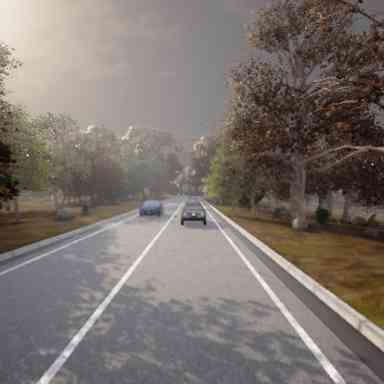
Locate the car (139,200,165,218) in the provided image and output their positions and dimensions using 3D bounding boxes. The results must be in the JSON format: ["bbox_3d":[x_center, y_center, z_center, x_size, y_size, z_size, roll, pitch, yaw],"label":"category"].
[{"bbox_3d":[-3.588,1.460,30.267,1.882,1.535,5.008,0,0,0],"label":"car"}]

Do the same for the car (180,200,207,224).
[{"bbox_3d":[0.107,1.537,24.514,2.033,1.411,5.357,0,0,0],"label":"car"}]

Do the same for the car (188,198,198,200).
[{"bbox_3d":[0.101,1.489,43.218,2.033,1.411,5.357,0,0,0],"label":"car"}]
